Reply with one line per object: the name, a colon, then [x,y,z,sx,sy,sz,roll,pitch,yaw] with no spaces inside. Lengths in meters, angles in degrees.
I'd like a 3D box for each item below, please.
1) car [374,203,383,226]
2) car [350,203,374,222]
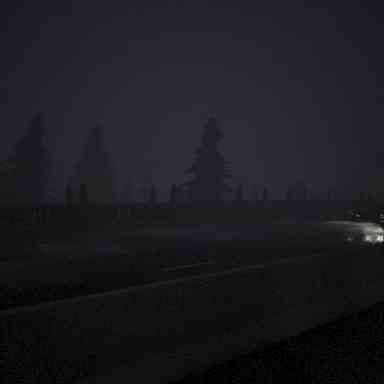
car: [15.212,1.621,23.458,5.008,1.535,1.882,0,0,-36]
car: [15.045,1.663,27.639,4.892,1.490,1.837,1,-1,-35]
